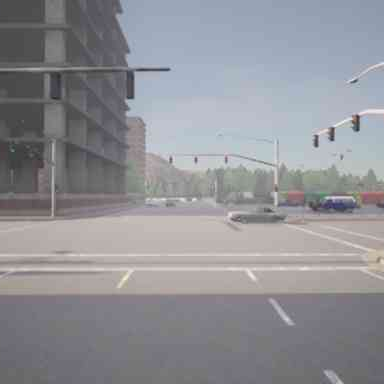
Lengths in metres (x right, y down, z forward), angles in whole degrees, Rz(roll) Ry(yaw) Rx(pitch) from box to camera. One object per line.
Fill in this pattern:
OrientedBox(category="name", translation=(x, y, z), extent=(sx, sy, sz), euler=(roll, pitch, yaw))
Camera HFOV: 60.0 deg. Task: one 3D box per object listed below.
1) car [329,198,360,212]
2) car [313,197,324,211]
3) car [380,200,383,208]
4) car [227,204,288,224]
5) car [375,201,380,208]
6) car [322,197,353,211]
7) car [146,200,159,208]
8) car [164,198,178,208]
OrientedBox(category="car", translation=(24.679, 2.053, 53.360), extent=(3.806, 1.475, 1.970), euler=(0, -1, 0))
OrientedBox(category="car", translation=(24.638, 1.874, 58.941), extent=(4.605, 1.855, 1.932), euler=(0, -1, 0))
OrientedBox(category="car", translation=(39.707, 1.935, 64.470), extent=(4.605, 1.855, 1.932), euler=(0, -1, 0))
OrientedBox(category="car", translation=(5.347, 1.931, 27.789), extent=(4.718, 1.301, 1.895), euler=(0, -1, 0))
OrientedBox(category="car", translation=(39.775, 2.179, 67.364), extent=(3.905, 1.438, 1.784), euler=(0, -1, 0))
OrientedBox(category="car", translation=(24.684, 2.054, 56.255), extent=(3.905, 1.438, 1.784), euler=(0, -1, 0))
OrientedBox(category="car", translation=(-7.692, 2.252, 64.204), extent=(1.812, 1.442, 4.674), euler=(0, -1, 0))
OrientedBox(category="car", translation=(-4.193, 2.229, 64.210), extent=(1.837, 1.490, 4.892), euler=(0, 0, 0))
